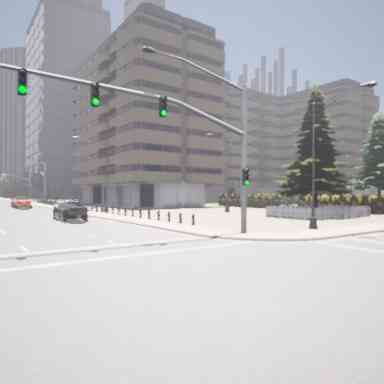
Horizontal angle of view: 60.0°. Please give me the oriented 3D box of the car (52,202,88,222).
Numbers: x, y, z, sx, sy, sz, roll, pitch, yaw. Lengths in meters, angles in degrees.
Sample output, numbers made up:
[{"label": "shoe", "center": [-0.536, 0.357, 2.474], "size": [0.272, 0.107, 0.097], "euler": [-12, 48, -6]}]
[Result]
[{"label": "car", "center": [-9.825, 1.544, 26.723], "size": [1.837, 1.490, 4.892], "euler": [0, 0, -35]}]

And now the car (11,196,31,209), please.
[{"label": "car", "center": [-24.045, 1.390, 46.723], "size": [2.097, 1.767, 4.553], "euler": [0, 0, -35]}]
